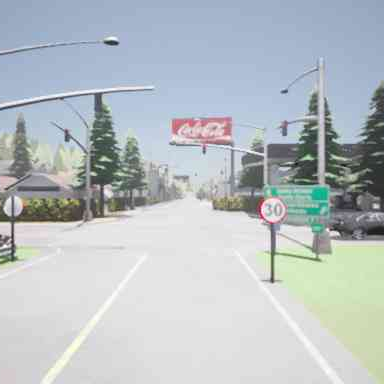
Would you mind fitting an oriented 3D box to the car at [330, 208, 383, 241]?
[{"bbox_3d":[10.293,1.862,18.593,4.902,1.511,2.128,0,-1,1],"label":"car"}]

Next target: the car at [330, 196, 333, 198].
[{"bbox_3d":[34.859,2.249,79.965,2.007,1.523,4.514,0,-1,0],"label":"car"}]

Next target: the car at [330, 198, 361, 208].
[{"bbox_3d":[14.353,1.820,33.095,3.866,1.878,1.905,0,-1,0],"label":"car"}]

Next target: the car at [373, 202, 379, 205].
[{"bbox_3d":[18.676,2.041,38.766,4.611,1.667,2.242,0,-1,0],"label":"car"}]
